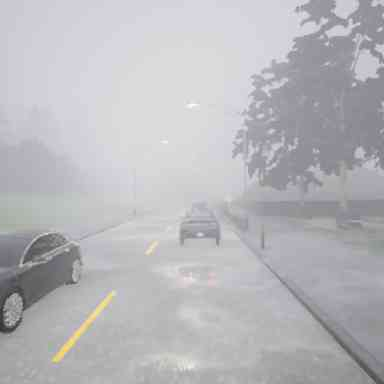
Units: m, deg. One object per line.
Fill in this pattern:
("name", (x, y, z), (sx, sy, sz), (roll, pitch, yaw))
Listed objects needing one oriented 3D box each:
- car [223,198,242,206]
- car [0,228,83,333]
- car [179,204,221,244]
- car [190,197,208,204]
("car", (7.334, 1.700, 56.780), (5.357, 1.415, 2.033), (-1, 0, -39))
("car", (-3.856, 1.611, 7.042), (1.837, 1.490, 4.892), (-1, -1, 1))
("car", (0.383, 1.590, 16.335), (2.128, 1.511, 4.902), (-1, 0, 1))
("car", (0.807, 1.742, 39.214), (1.837, 1.490, 4.892), (-1, 0, 1))
